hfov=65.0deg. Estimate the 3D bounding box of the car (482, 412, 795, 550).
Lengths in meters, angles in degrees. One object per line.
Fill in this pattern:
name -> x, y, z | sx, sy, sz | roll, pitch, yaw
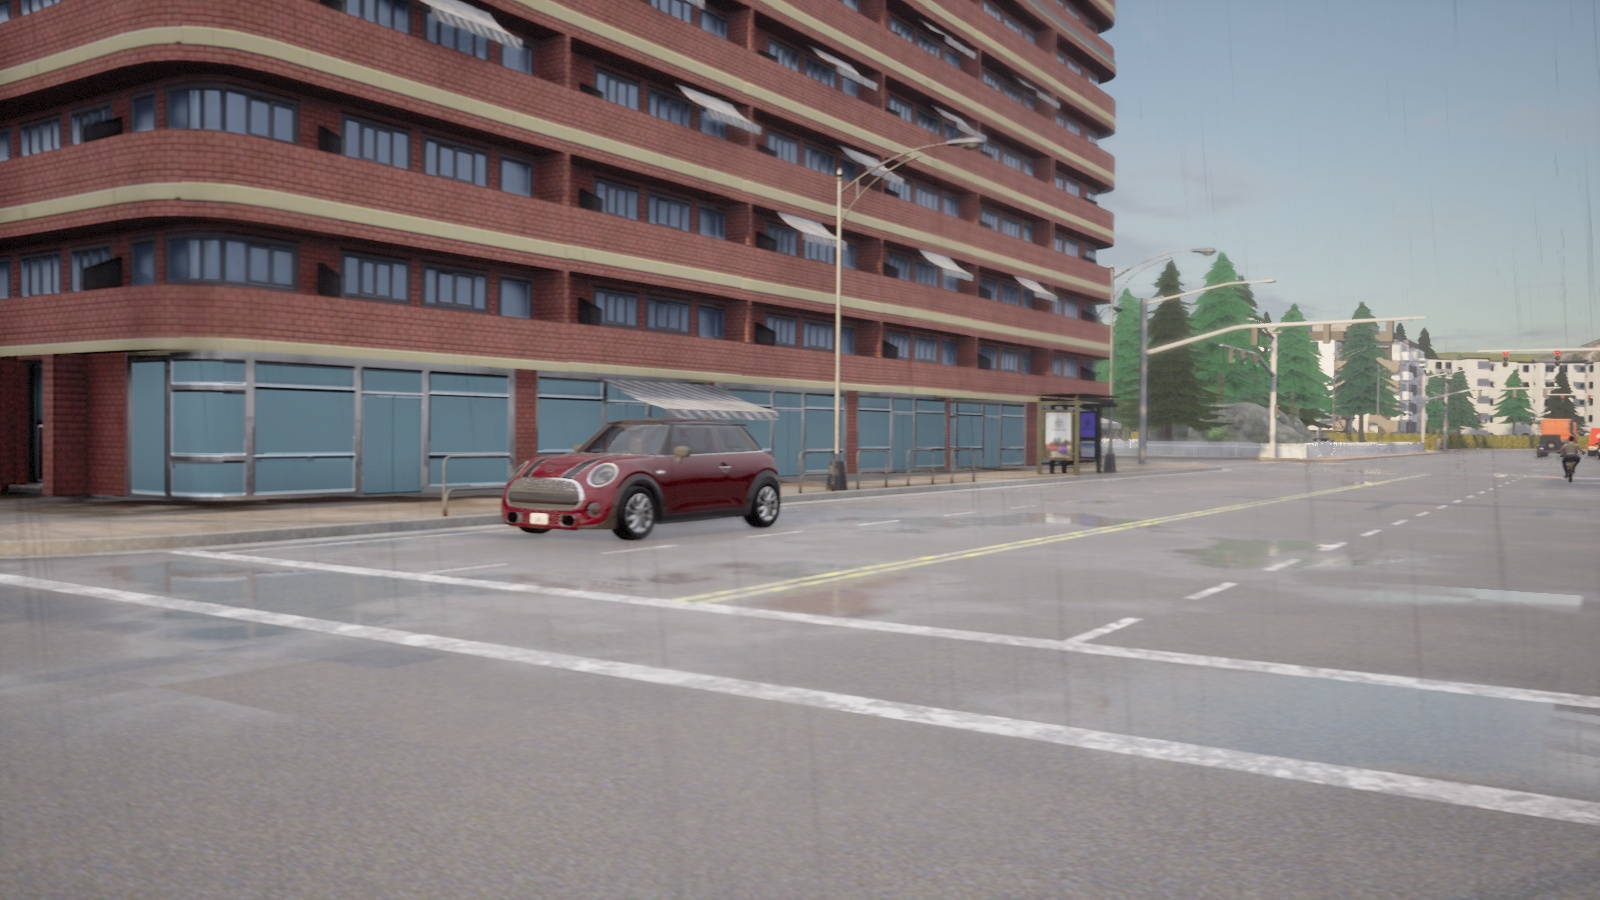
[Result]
car -> -2.207, 0.358, 18.498 | 2.097, 1.767, 4.553 | 0, 1, 33
